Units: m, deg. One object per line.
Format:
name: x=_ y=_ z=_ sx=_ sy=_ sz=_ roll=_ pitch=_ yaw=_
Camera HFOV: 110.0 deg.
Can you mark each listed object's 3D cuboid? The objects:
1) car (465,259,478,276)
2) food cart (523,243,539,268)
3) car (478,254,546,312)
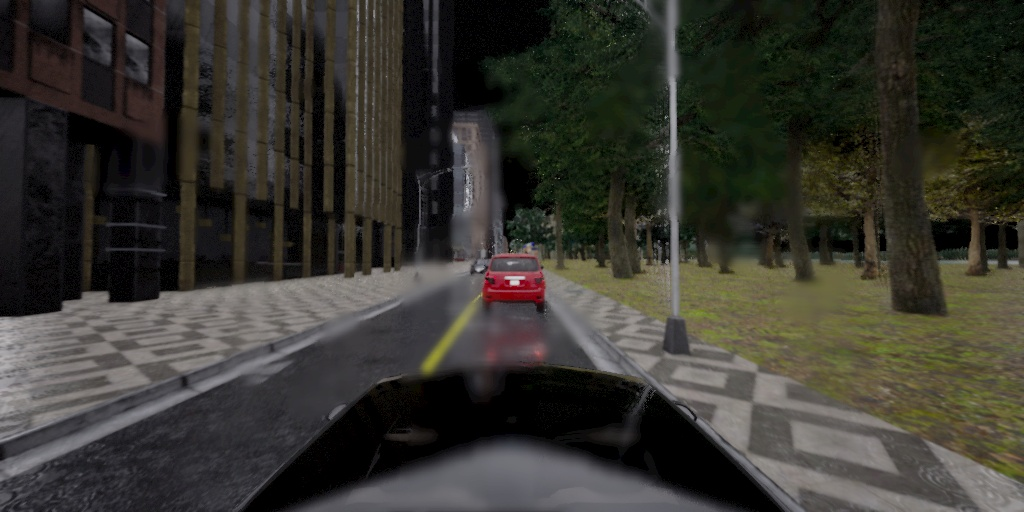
car: x=-3.095 y=1.125 z=35.828 sx=2.128 sy=1.511 sz=4.902 roll=0 pitch=0 yaw=0
food cart: x=3.136 y=0.058 z=50.141 sx=2.280 sy=3.560 sz=4.660 roll=0 pitch=0 yaw=0
car: x=0.094 y=0.932 z=14.166 sx=2.150 sy=2.045 sz=5.566 roll=0 pitch=0 yaw=0
